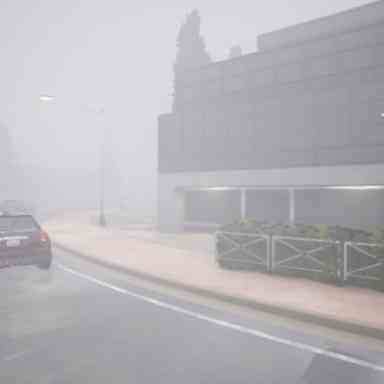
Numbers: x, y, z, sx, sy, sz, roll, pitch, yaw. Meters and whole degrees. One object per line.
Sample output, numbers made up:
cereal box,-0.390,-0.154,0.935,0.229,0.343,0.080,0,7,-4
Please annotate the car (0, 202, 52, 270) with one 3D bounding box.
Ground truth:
car,-6.063,1.364,10.364,2.097,1.767,4.553,0,0,-40

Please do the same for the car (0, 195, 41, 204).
car,-14.026,1.387,26.860,2.097,1.767,4.553,0,0,-14

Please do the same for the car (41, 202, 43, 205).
car,-21.580,1.605,43.163,2.033,1.411,5.357,0,0,9
